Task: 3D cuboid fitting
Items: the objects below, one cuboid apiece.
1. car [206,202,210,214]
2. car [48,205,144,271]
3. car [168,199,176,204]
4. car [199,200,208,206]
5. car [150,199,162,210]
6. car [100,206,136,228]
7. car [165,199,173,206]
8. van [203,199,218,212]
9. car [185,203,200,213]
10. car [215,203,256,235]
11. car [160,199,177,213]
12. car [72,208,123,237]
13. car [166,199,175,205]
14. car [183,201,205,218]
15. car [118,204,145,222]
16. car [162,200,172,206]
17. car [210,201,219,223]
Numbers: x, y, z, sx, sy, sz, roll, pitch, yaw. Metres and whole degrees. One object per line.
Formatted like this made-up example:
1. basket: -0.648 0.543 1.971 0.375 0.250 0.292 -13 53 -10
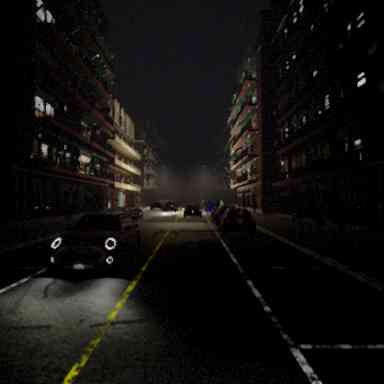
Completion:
1. car: 2.695 1.958 31.898 2.008 1.369 4.403 1 -1 0
2. car: -3.077 1.499 11.450 2.097 1.767 4.553 0 -1 1
3. car: -5.697 2.666 94.211 1.967 1.590 4.097 1 -1 0
4. car: 2.685 2.550 77.189 2.008 1.369 4.403 1 -1 0
5. car: -5.687 2.018 54.585 2.192 1.841 5.009 1 -1 0
6. car: -5.683 1.860 26.106 1.752 1.417 4.829 1 -1 0
7. car: -5.697 2.599 82.718 1.752 1.417 4.829 1 -1 0
8. van: 2.695 1.895 43.224 1.690 1.788 3.998 1 -1 0
9. car: 0.075 2.192 46.065 1.895 1.301 4.718 0 -1 0
10. car: 2.699 1.703 20.578 1.967 1.590 4.097 1 -1 0
11. car: -3.107 2.129 46.950 1.812 1.442 4.674 0 -1 0
12. car: -5.683 1.809 20.615 1.887 1.381 4.507 1 -1 0
13. car: -5.697 2.695 88.548 1.887 1.381 4.507 1 -1 0
14. car: 0.083 2.026 36.119 1.994 1.385 4.181 0 -1 0
15. car: -5.685 1.932 31.767 1.752 1.417 4.829 1 -1 0
16. car: -5.695 2.551 77.225 2.008 1.369 4.403 1 -1 0
17. car: 2.698 1.775 26.238 1.967 1.590 4.097 1 -1 0
